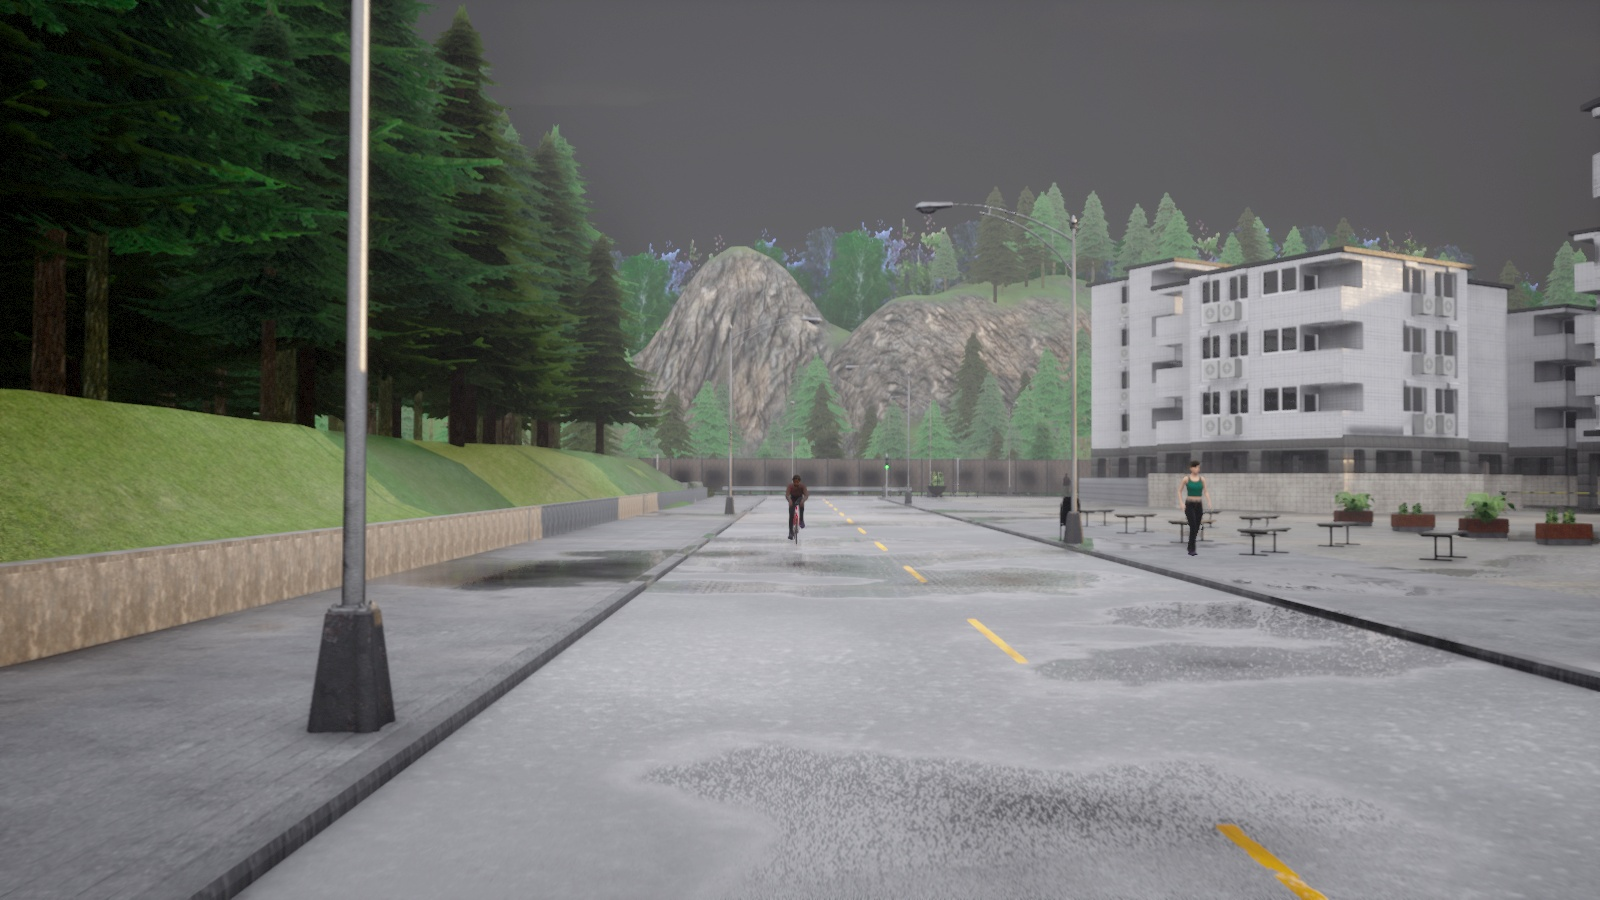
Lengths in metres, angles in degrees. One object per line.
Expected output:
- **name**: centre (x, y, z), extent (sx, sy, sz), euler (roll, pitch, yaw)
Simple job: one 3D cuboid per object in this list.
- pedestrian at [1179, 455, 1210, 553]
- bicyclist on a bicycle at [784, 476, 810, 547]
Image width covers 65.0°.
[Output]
- **pedestrian**: centre (7.492, 1.024, 23.856), extent (0.345, 1.836, 0.594), euler (0, -1, -5)
- **bicyclist on a bicycle**: centre (-0.073, 1.421, 29.517), extent (0.582, 1.620, 1.656), euler (0, -1, 0)
